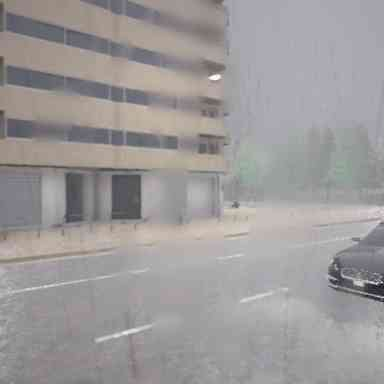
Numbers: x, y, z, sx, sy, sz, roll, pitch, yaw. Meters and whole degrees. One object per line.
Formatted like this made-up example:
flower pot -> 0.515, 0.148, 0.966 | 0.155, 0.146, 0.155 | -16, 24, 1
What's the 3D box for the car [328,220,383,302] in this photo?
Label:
car -> 5.074, 1.440, 7.593 | 4.892, 1.490, 1.837 | 0, 0, -35
